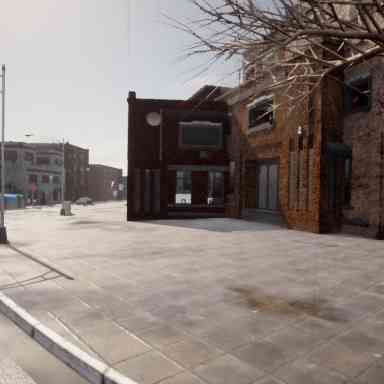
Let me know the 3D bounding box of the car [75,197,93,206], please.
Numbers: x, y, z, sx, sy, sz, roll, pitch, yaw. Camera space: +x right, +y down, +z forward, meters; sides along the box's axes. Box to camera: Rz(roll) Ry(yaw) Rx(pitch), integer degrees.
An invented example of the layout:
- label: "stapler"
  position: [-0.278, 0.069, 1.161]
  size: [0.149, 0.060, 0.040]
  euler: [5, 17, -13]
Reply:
- label: "car"
  position: [-19.414, 1.754, 60.138]
  size: [1.837, 1.490, 4.892]
  euler: [1, 0, 2]
